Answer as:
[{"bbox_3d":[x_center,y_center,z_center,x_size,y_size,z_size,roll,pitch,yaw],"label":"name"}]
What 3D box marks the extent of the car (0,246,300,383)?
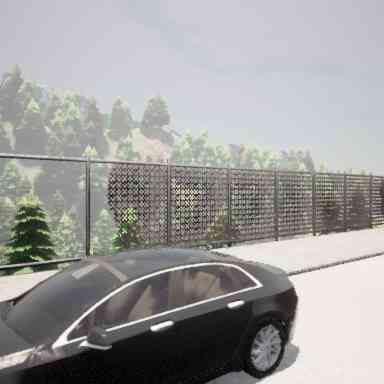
[{"bbox_3d":[-0.751,1.504,3.952,4.892,1.490,1.837,0,0,-36],"label":"car"}]
